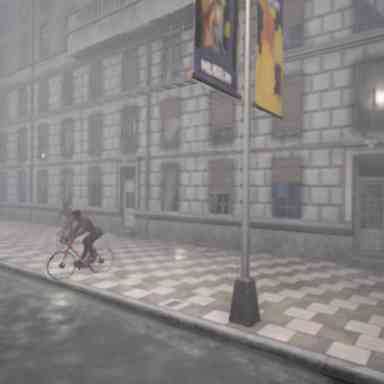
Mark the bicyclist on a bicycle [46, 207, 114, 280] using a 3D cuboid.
[{"bbox_3d":[-2.638,1.248,8.024,1.656,1.620,0.582,1,0,-37],"label":"bicyclist on a bicycle"}]

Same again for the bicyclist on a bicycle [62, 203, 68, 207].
[{"bbox_3d":[-4.549,1.213,12.075,0.582,1.620,1.656,1,0,3],"label":"bicyclist on a bicycle"}]
